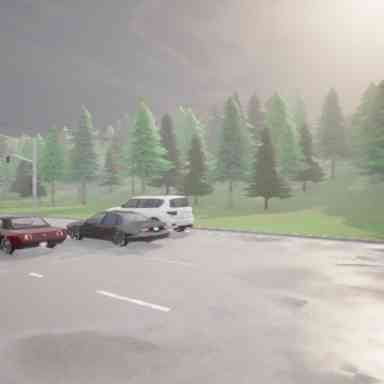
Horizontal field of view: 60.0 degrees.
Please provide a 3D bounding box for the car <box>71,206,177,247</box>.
[{"bbox_3d":[-3.503,1.553,15.038,5.357,1.411,2.033,0,0,36],"label":"car"}]

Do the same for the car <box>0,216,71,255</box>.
[{"bbox_3d":[-7.201,1.608,13.388,4.718,1.301,1.895,0,0,36],"label":"car"}]

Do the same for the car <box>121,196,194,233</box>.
[{"bbox_3d":[-2.500,1.228,18.628,5.566,2.045,2.150,0,0,36],"label":"car"}]
